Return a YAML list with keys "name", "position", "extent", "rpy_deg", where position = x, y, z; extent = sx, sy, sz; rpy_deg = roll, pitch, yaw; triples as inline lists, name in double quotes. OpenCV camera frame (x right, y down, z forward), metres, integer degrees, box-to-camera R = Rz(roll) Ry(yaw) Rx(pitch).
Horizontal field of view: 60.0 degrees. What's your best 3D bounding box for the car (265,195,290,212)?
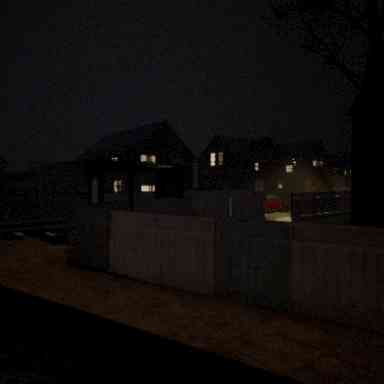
- name: "car"
  position: [5.281, 0.903, 25.044]
  extent: [4.718, 1.301, 1.895]
  rpy_deg: [-2, 2, -40]
